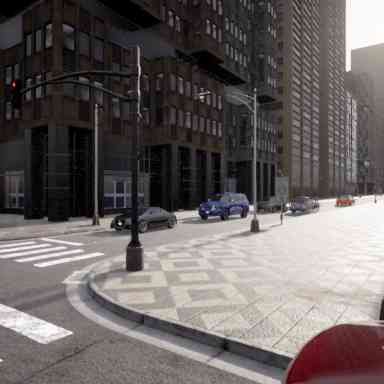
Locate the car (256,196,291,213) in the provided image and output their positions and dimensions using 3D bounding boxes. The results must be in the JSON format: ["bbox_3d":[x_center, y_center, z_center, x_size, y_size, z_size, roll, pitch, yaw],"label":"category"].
[{"bbox_3d":[8.379,1.271,35.255,2.097,1.767,4.553,0,0,35],"label":"car"}]

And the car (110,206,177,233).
[{"bbox_3d":[-2.732,1.525,19.527,1.994,1.385,4.181,0,0,35],"label":"car"}]

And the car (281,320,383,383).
[{"bbox_3d":[2.705,1.315,1.032,5.009,1.841,2.192,0,0,35],"label":"car"}]

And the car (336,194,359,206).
[{"bbox_3d":[24.039,1.223,51.903,2.097,1.767,4.553,0,0,35],"label":"car"}]

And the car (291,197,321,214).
[{"bbox_3d":[11.861,1.469,34.653,2.033,1.411,5.357,0,0,35],"label":"car"}]

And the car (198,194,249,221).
[{"bbox_3d":[2.748,1.162,27.296,2.150,2.045,5.566,0,0,35],"label":"car"}]

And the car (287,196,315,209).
[{"bbox_3d":[14.358,1.386,43.664,2.128,1.511,4.902,0,0,35],"label":"car"}]
